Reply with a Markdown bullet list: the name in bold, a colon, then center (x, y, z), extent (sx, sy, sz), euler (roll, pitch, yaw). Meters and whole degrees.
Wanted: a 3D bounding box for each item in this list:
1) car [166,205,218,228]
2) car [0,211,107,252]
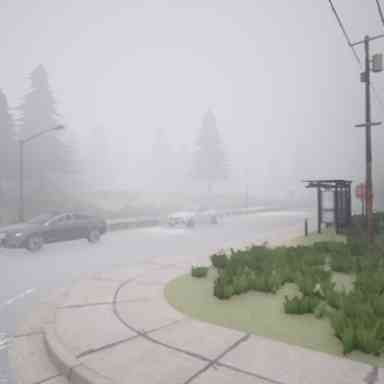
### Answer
- **car**: center (0.118, 1.684, 23.639), extent (1.812, 1.442, 4.674), euler (-1, -1, 36)
- **car**: center (-6.117, 1.651, 15.027), extent (2.128, 1.511, 4.902), euler (-1, 0, 36)
